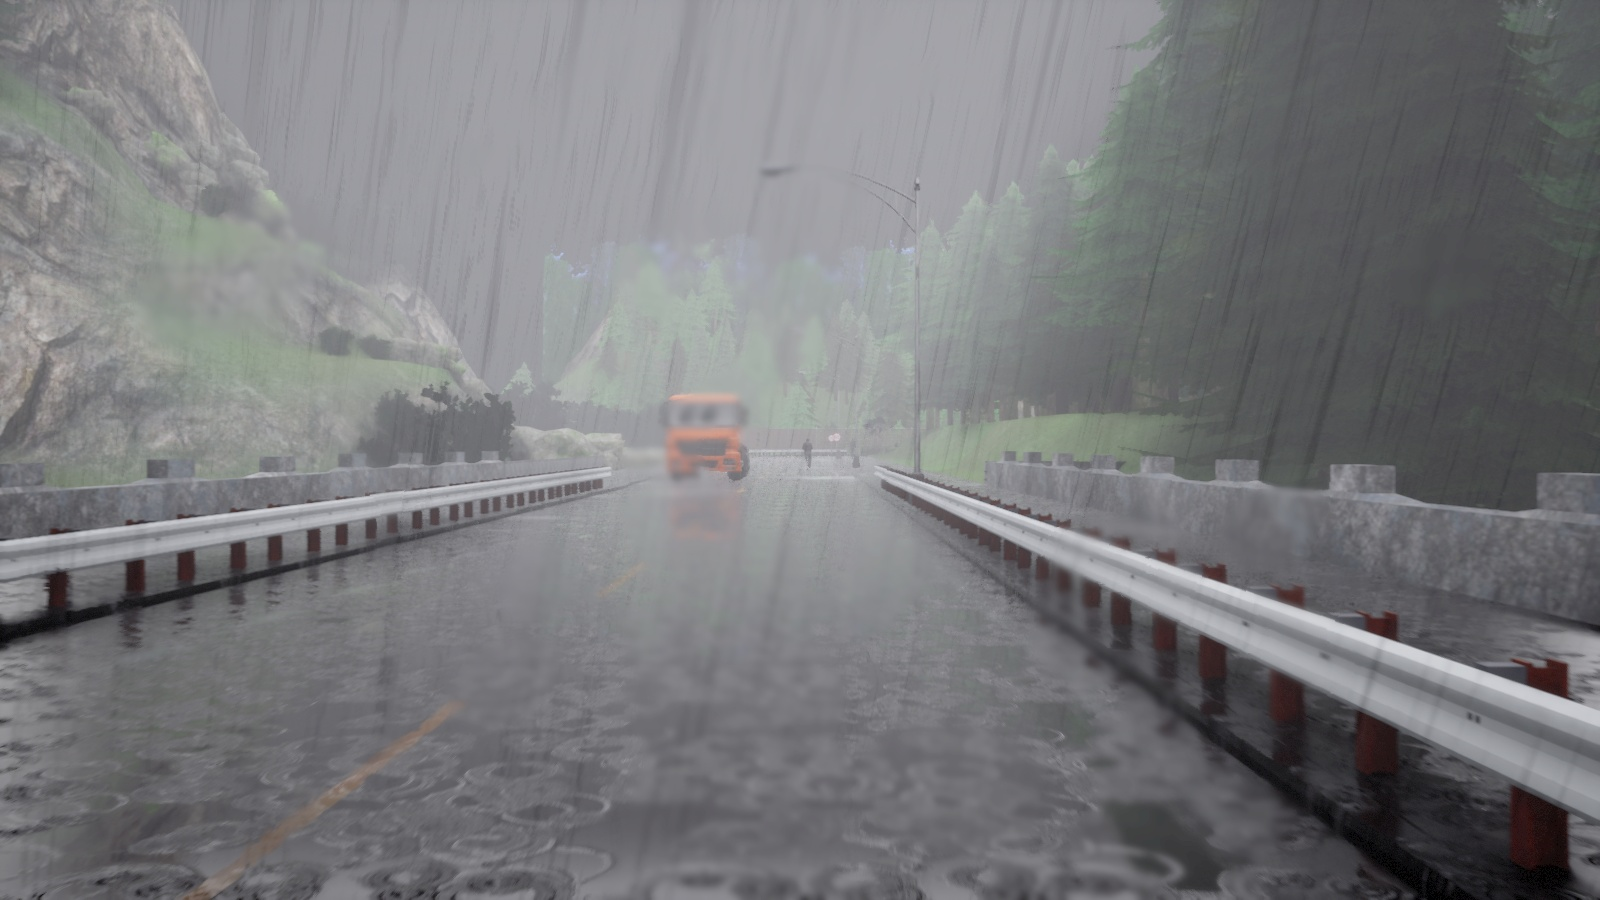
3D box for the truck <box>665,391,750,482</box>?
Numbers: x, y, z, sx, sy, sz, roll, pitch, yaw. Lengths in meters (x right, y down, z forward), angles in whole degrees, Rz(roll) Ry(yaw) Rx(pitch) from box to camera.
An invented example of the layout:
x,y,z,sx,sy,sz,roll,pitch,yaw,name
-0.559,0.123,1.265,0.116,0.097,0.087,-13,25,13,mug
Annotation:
x,y,z,sx,sy,sz,roll,pitch,yaw,name
-3.676,-0.530,51.821,2.891,3.462,7.936,0,0,0,truck
